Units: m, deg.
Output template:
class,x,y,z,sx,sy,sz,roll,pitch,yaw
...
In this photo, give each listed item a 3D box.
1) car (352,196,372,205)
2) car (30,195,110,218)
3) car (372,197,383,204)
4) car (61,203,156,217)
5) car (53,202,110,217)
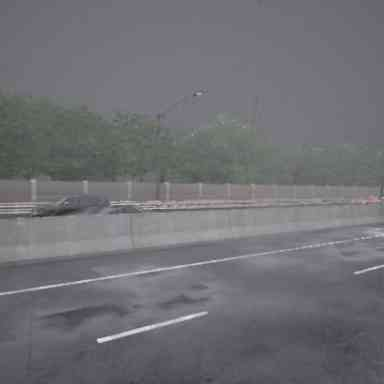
class,x,y,z,sx,sy,sz,roll,pitch,yaw
car,24.799,1.427,47.452,4.553,1.767,2.097,0,0,-35
car,-8.443,1.233,23.768,5.566,2.045,2.150,0,0,-36
car,26.717,1.566,44.527,4.902,1.511,2.128,0,0,-35
car,-4.224,1.517,18.179,4.892,1.490,1.837,0,0,-36
car,-6.217,1.576,21.056,4.181,1.385,1.994,0,0,-36
